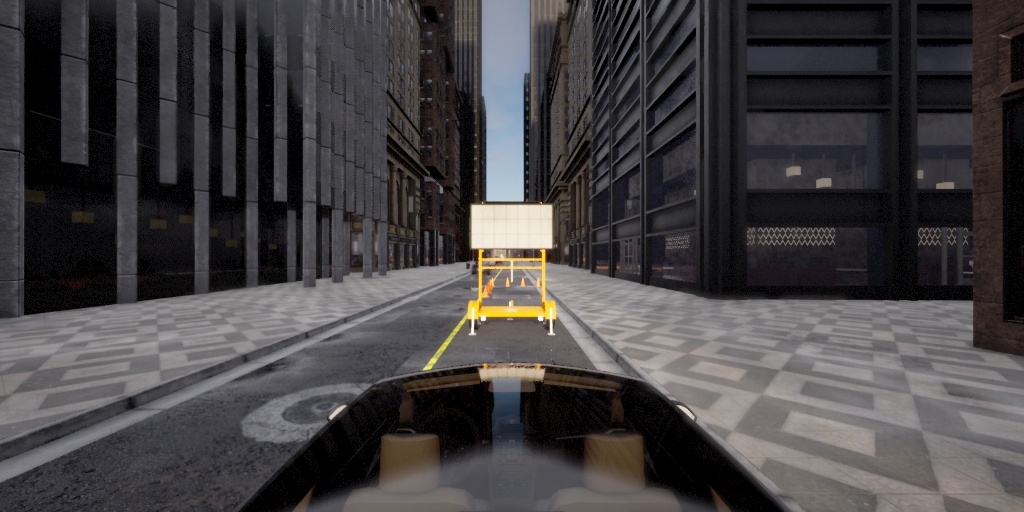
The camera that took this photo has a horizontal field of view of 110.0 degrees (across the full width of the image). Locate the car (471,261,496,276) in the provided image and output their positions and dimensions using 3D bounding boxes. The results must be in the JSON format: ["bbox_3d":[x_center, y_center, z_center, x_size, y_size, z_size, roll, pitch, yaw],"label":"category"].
[{"bbox_3d":[-3.116,1.248,36.943,2.128,1.511,4.902,0,0,0],"label":"car"}]

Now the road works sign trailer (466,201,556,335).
[{"bbox_3d":[-0.001,0.215,10.480,2.380,3.560,2.880,0,0,0],"label":"road works sign trailer"}]
